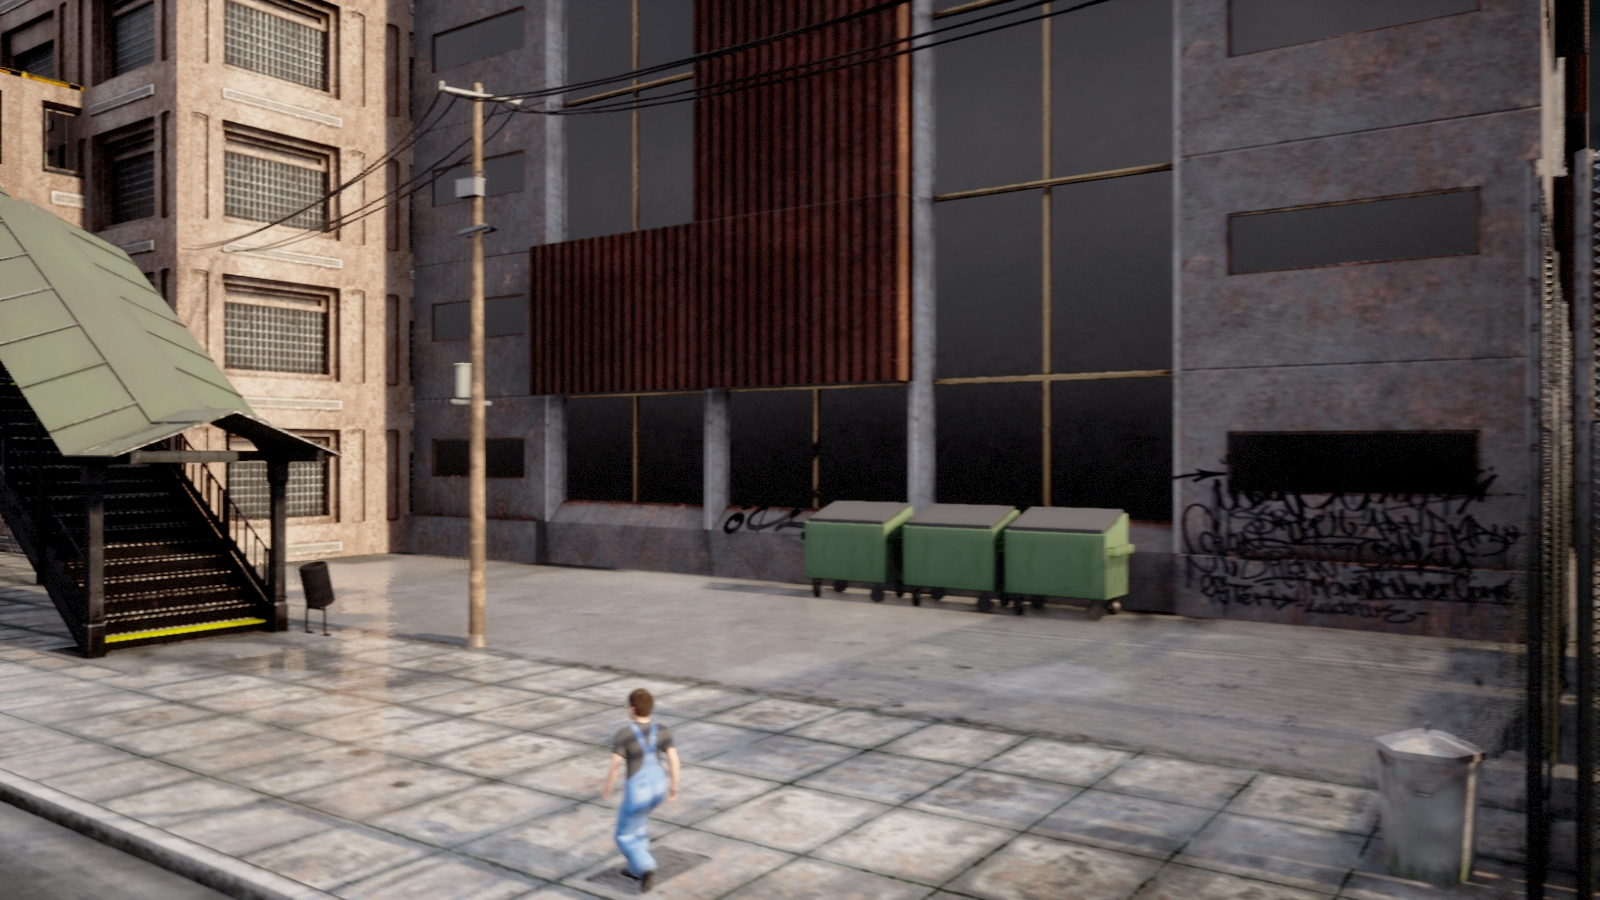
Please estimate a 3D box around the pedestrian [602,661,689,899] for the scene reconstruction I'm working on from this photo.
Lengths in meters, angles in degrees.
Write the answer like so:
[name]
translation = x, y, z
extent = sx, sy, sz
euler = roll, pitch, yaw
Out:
[pedestrian]
translation = -0.939, 1.976, 6.927
extent = 0.375, 1.300, 0.375
euler = 0, 0, -41
